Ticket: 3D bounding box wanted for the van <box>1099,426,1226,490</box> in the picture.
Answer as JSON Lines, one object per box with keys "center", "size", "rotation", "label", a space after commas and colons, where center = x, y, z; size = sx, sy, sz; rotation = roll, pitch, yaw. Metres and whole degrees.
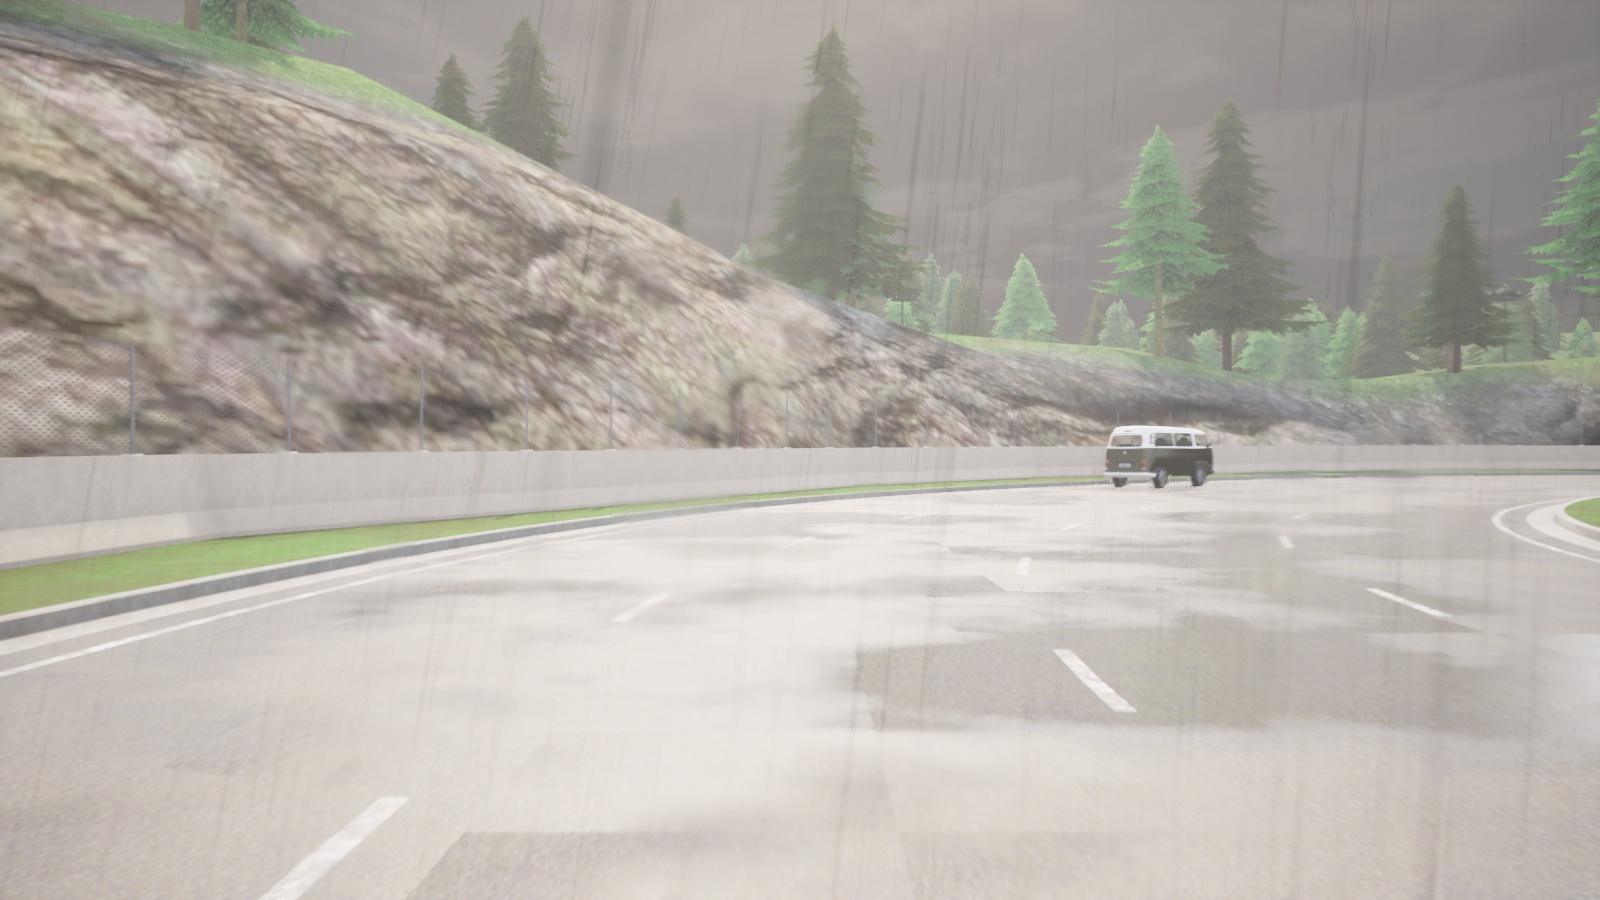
{"center": [12.184, 0.242, 42.076], "size": [4.480, 2.038, 2.069], "rotation": [0, 0, -43], "label": "van"}
